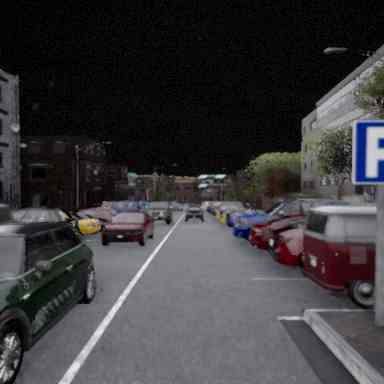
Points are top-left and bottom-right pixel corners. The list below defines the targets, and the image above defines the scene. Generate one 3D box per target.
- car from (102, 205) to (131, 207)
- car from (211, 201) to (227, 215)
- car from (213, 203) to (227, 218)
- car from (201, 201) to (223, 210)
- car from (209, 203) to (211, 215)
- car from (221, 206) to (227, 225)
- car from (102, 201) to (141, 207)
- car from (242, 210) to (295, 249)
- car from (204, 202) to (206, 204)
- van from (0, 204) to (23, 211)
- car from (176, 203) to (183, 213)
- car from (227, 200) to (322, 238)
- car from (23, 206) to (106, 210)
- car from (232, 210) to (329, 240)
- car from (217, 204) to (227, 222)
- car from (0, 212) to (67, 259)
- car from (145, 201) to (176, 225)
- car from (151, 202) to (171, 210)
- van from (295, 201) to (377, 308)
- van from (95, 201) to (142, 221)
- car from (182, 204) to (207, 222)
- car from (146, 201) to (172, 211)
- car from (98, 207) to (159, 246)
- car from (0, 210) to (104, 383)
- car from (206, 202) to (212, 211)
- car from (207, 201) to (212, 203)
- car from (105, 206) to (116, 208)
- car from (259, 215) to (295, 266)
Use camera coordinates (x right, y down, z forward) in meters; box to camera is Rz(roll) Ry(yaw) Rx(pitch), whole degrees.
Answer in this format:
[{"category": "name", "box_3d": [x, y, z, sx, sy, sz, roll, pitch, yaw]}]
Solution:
[{"category": "car", "box_3d": [-7.558, 2.012, 26.502, 4.674, 1.452, 2.002, 0, -2, 0]}, {"category": "car", "box_3d": [4.792, 2.196, 37.890, 4.553, 1.767, 2.185, 0, -2, 0]}, {"category": "car", "box_3d": [4.983, 2.156, 32.299, 5.366, 1.575, 1.946, 0, -2, 0]}, {"category": "car", "box_3d": [5.024, 3.457, 85.363, 5.566, 2.045, 2.435, 0, -2, 0]}, {"category": "car", "box_3d": [4.831, 2.404, 40.677, 4.892, 1.521, 2.231, 0, -2, 0]}, {"category": "car", "box_3d": [4.786, 1.944, 23.921, 4.792, 1.488, 2.163, 0, -2, 0]}, {"category": "car", "box_3d": [-7.562, 1.884, 32.090, 5.566, 2.045, 2.435, 0, -2, 0]}, {"category": "car", "box_3d": [4.703, 1.593, 12.812, 5.008, 1.535, 2.097, 0, -2, 0]}, {"category": "car", "box_3d": [4.959, 3.004, 60.225, 4.792, 1.488, 2.163, 0, -2, 0]}, {"category": "van", "box_3d": [-7.757, 1.286, 9.783, 4.442, 1.987, 1.878, 0, -1, 0]}, {"category": "car", "box_3d": [-2.718, 2.760, 60.314, 2.097, 1.767, 4.553, 0, -2, 0]}, {"category": "car", "box_3d": [4.689, 1.418, 15.553, 5.566, 2.045, 2.435, 0, -2, 0]}, {"category": "car", "box_3d": [-7.786, 1.728, 18.259, 5.366, 1.575, 1.946, 0, -2, 0]}, {"category": "car", "box_3d": [4.701, 1.781, 18.337, 4.792, 1.488, 2.163, 0, -2, 0]}, {"category": "car", "box_3d": [4.956, 1.993, 26.714, 5.366, 1.575, 1.946, 0, -2, 0]}, {"category": "car", "box_3d": [-7.633, 1.570, 12.553, 5.008, 1.535, 2.097, 0, -1, 0]}, {"category": "car", "box_3d": [-2.926, 1.830, 30.252, 2.150, 2.045, 5.566, 0, -2, 1]}, {"category": "car", "box_3d": [-7.282, 3.354, 78.110, 4.553, 1.767, 2.185, 0, -2, 0]}, {"category": "van", "box_3d": [4.794, 1.267, 7.197, 4.442, 1.987, 1.878, 0, -1, 0]}, {"category": "van", "box_3d": [-7.637, 1.991, 34.879, 4.442, 1.987, 1.878, 0, -2, 0]}, {"category": "car", "box_3d": [0.257, 2.237, 34.312, 1.837, 1.490, 4.892, 0, -1, 0]}, {"category": "car", "box_3d": [-7.355, 3.146, 75.303, 5.566, 2.045, 2.435, 0, -2, 0]}, {"category": "car", "box_3d": [-3.022, 1.687, 16.591, 1.882, 1.535, 5.008, 0, -2, 0]}, {"category": "car", "box_3d": [-3.082, 1.340, 5.140, 2.097, 1.767, 4.553, 0, 0, 0]}, {"category": "car", "box_3d": [4.873, 2.651, 49.179, 5.008, 1.535, 2.097, 0, -2, 0]}, {"category": "car", "box_3d": [4.922, 2.604, 51.851, 4.553, 1.767, 2.185, 0, -2, 0]}, {"category": "car", "box_3d": [-7.558, 1.843, 21.048, 4.792, 1.488, 2.163, 0, -2, 0]}, {"category": "car", "box_3d": [4.720, 1.561, 9.980, 4.792, 1.488, 2.163, 0, -1, 0]}]
